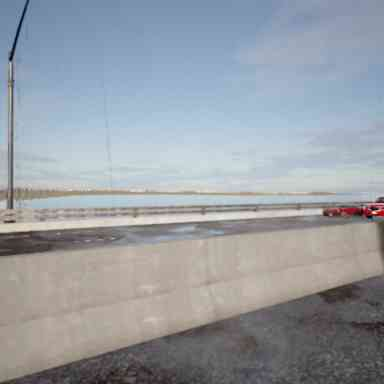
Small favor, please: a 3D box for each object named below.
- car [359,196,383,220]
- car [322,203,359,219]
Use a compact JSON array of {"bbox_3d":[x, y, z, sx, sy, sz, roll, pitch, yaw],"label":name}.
[{"bbox_3d":[17.290,1.361,28.997,5.566,2.045,2.150,0,0,-35],"label":"car"},{"bbox_3d":[14.287,1.735,31.173,4.718,1.301,1.895,0,0,-35],"label":"car"}]
